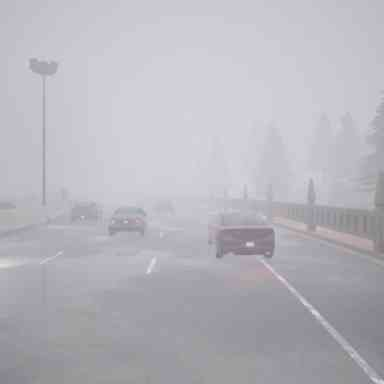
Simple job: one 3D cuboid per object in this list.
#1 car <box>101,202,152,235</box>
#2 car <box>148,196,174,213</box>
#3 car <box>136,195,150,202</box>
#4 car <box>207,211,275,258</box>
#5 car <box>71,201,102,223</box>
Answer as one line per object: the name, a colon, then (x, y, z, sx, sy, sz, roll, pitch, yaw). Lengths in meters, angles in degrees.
car: (-3.471, 1.510, 18.628, 2.033, 1.411, 5.357, 0, 0, -6)
car: (-3.274, 1.432, 36.738, 1.837, 1.490, 4.892, 0, 0, -16)
car: (-6.500, 1.259, 47.152, 2.097, 1.767, 4.553, 0, 0, -22)
car: (1.682, 1.453, 12.650, 1.882, 1.535, 5.008, 0, 0, -2)
car: (-7.967, 1.454, 25.376, 1.837, 1.490, 4.892, 0, 0, -9)
